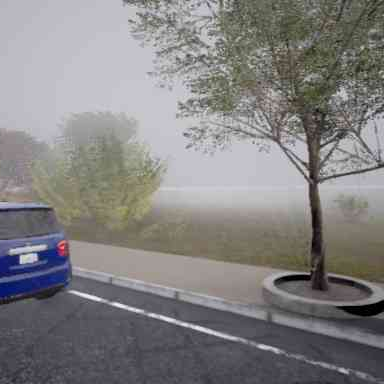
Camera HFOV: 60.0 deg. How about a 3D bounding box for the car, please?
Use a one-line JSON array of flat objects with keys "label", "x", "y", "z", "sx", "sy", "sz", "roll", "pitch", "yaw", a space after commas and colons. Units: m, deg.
[{"label": "car", "x": -4.915, "y": 1.216, "z": 7.130, "sx": 5.566, "sy": 2.045, "sz": 2.150, "roll": 0, "pitch": 0, "yaw": 35}]
